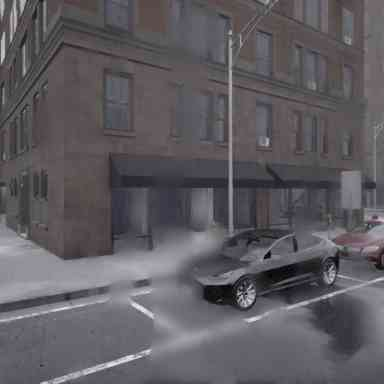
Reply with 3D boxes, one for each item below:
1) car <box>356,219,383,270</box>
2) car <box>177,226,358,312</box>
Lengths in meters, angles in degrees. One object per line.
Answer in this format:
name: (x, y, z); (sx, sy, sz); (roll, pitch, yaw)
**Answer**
car: (6.180, 1.582, 10.942); (4.206, 1.307, 1.802); (0, 0, -35)
car: (1.702, 1.566, 7.748); (4.313, 1.339, 1.947); (0, 0, -35)
